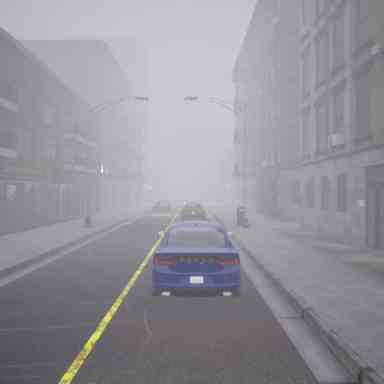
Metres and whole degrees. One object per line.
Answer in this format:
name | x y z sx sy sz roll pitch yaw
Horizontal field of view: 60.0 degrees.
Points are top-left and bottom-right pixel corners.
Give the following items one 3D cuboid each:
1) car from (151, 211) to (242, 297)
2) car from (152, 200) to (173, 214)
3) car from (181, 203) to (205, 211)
car | 0.096 1.477 8.637 1.882 1.535 5.008 0 0 0
car | -3.097 1.557 35.480 1.994 1.385 4.181 0 0 0
car | 0.092 1.560 27.592 1.994 1.385 4.181 0 0 0
